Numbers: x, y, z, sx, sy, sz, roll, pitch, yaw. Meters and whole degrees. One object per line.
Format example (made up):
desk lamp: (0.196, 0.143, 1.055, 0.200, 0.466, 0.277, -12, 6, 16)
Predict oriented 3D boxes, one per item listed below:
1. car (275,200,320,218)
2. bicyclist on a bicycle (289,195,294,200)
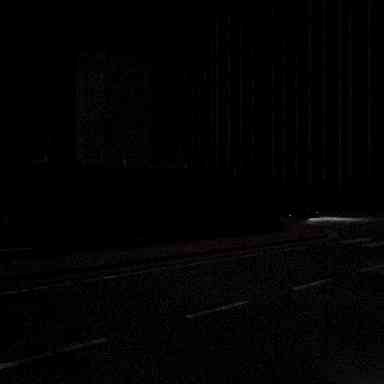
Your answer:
car: (9.283, 1.470, 30.130, 1.812, 1.442, 4.674, 0, 0, -36)
bicyclist on a bicycle: (13.417, 1.245, 44.950, 1.656, 1.620, 0.582, 0, 0, -36)
